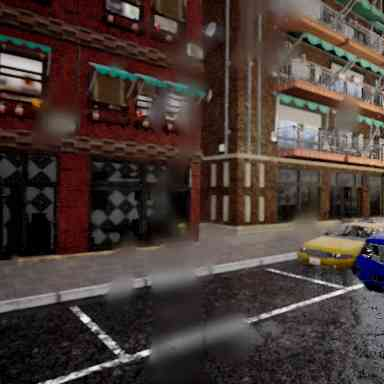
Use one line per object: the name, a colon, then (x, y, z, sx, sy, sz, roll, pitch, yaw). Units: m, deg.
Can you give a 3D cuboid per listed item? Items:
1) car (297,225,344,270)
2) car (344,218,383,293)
car: (5.250, 1.527, 10.290, 4.829, 1.417, 1.752, 0, 1, -35)
car: (6.150, 1.223, 7.757, 5.566, 2.045, 2.150, 0, 0, -35)
